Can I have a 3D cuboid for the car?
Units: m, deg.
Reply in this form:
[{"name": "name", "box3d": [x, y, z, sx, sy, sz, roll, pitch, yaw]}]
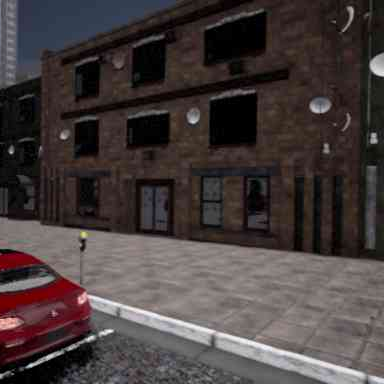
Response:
[{"name": "car", "box3d": [-3.325, 1.574, 5.215, 4.206, 1.307, 1.802, 0, 1, 35]}]
